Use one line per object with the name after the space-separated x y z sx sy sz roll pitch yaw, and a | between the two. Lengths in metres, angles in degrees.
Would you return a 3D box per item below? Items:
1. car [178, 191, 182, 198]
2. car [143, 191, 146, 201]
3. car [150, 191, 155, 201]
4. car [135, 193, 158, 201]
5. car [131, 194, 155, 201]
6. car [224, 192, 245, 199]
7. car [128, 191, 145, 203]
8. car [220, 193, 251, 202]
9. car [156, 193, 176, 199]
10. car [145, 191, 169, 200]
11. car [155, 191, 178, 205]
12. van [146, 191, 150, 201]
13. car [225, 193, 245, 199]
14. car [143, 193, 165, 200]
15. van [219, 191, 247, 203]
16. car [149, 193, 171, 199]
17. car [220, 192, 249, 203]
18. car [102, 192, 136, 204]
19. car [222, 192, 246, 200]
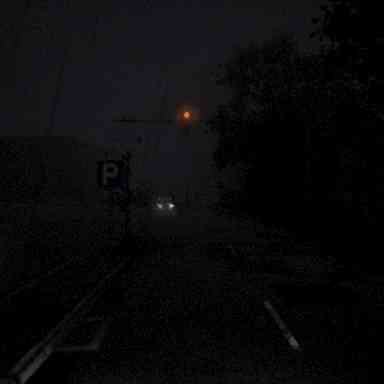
-5.970 0.829 94.197 4.553 1.767 2.185 -1 0 -11 | car
-10.954 0.970 58.284 4.553 1.767 2.185 -1 0 -14 | car
-10.285 1.074 64.298 4.892 1.521 2.231 -1 0 -14 | car
-9.565 1.089 70.298 4.674 1.452 2.002 -1 0 -13 | car
-9.925 1.101 67.295 4.674 1.452 2.002 -1 0 -13 | car
10.027 0.825 78.559 4.553 1.767 2.185 0 1 -11 | car
-11.035 1.100 55.332 5.366 1.575 1.946 -1 0 -15 | car
7.944 1.029 60.976 5.366 1.575 1.946 1 0 -14 | car
-6.988 0.979 88.236 5.008 1.535 2.097 -1 0 -11 | car
-8.337 0.762 79.291 5.566 2.045 2.435 -1 0 -12 | car
-3.799 0.968 50.711 2.097 1.767 4.553 0 0 5 | car
-10.501 0.856 61.326 4.442 1.987 1.878 -1 0 -14 | van
11.378 0.939 87.351 4.792 1.488 2.163 0 0 -11 | car
-8.775 1.066 76.284 4.674 1.452 2.002 -1 0 -12 | car
7.049 0.829 55.008 4.442 1.987 1.878 1 1 -14 | van
-7.927 1.003 82.272 5.008 1.535 2.097 -1 0 -12 | car
7.420 0.917 57.980 4.553 1.767 2.185 0 0 -14 | car
-11.668 1.154 52.338 4.792 1.488 2.163 -1 0 -15 | car
9.151 0.851 72.686 4.553 1.767 2.185 0 0 -12 | car
